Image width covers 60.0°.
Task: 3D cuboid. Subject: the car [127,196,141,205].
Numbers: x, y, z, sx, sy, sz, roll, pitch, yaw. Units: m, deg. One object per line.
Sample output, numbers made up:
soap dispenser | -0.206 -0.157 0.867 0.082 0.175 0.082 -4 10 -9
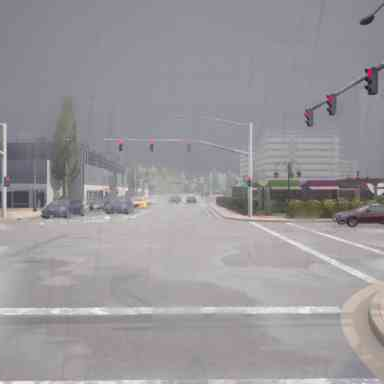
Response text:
car | -10.632 1.505 61.451 1.837 1.490 4.892 0 0 0

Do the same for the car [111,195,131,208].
car | -10.648 1.351 50.061 2.097 1.767 4.553 0 0 0

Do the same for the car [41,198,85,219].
car | -10.966 1.352 28.511 2.097 1.767 4.553 0 0 4

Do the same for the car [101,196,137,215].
car | -7.130 1.352 33.173 2.097 1.767 4.553 0 0 0

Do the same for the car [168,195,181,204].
car | -3.575 1.547 64.648 2.033 1.411 5.357 0 0 0

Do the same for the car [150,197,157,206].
car | -7.138 1.525 56.039 1.812 1.442 4.674 0 0 0

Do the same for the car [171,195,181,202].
car | -3.587 1.425 74.922 1.994 1.385 4.181 0 0 0

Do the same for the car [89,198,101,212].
car | -10.642 1.492 39.207 2.128 1.511 4.902 0 0 0

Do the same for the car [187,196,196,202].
car | -0.088 1.468 74.958 1.895 1.301 4.718 0 0 0

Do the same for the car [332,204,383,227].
car | 11.780 1.526 21.998 4.674 1.442 1.812 0 0 1

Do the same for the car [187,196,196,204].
car | -0.075 1.491 64.652 2.128 1.511 4.902 0 0 0

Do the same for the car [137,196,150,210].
car | -7.142 1.477 44.176 1.882 1.535 5.008 0 0 0
